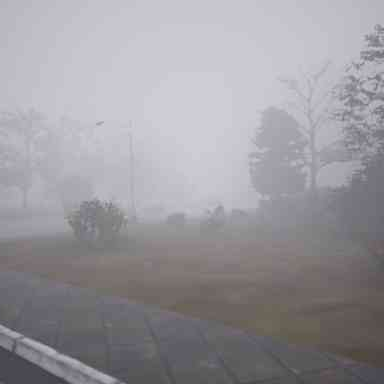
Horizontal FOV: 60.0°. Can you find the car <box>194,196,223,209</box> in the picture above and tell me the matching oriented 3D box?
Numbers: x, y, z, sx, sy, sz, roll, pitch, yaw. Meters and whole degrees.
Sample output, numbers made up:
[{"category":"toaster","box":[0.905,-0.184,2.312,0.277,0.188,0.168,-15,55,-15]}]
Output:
[{"category":"car","box":[3.192,1.638,55.545,2.150,2.045,5.566,-2,-2,32]}]

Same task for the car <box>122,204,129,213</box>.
[{"category":"car","box":[-8.640,2.304,43.410,1.812,1.442,4.674,-2,-2,32]}]

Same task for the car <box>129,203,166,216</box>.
[{"category":"car","box":[-5.236,2.147,42.255,2.128,1.511,4.902,-2,-2,32]}]

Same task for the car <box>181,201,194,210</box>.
[{"category":"car","box":[0.259,2.231,57.419,2.033,1.411,5.357,-2,-2,32]}]
